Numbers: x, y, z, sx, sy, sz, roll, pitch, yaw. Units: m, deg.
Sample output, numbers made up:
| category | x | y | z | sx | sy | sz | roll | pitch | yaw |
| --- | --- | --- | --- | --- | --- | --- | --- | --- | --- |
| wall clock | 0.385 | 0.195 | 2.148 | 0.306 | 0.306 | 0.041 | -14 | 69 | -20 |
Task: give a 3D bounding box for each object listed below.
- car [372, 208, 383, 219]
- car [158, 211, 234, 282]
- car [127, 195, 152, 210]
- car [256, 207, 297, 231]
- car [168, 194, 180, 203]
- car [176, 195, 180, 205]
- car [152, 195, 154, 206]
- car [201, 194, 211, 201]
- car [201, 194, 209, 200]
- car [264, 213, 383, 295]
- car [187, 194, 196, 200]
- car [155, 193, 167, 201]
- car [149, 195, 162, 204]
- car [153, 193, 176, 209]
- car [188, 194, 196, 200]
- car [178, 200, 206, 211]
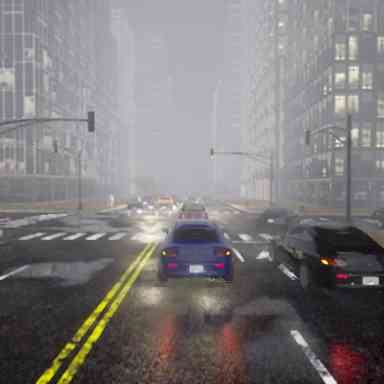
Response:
| category | x | y | z | sx | sy | sz | roll | pitch | yaw |
| --- | --- | --- | --- | --- | --- | --- | --- | --- | --- |
| car | 16.781 | 1.585 | 26.516 | 4.181 | 1.385 | 1.994 | 1 | 1 | 1 |
| car | 0.096 | 1.484 | 9.491 | 1.812 | 1.442 | 4.674 | 0 | 0 | 0 |
| car | -6.616 | 1.365 | 40.680 | 2.033 | 1.411 | 5.357 | 0 | 0 | 0 |
| car | 5.427 | 1.595 | 20.491 | 1.994 | 1.385 | 4.181 | 0 | 0 | 29 |
| car | -3.279 | 1.191 | 61.981 | 1.882 | 1.535 | 5.008 | 0 | 0 | 0 |
| car | -3.351 | 1.367 | 51.453 | 1.895 | 1.301 | 4.718 | 0 | 0 | 0 |
| car | -6.604 | 1.276 | 50.418 | 1.837 | 1.490 | 4.892 | 0 | 0 | 0 |
| car | 3.217 | 1.251 | 73.330 | 1.895 | 1.301 | 4.718 | 0 | 0 | 0 |
| car | 3.212 | 1.154 | 83.500 | 1.994 | 1.385 | 4.181 | 0 | 0 | 0 |
| car | 3.346 | 1.489 | 8.525 | 1.812 | 1.442 | 4.674 | 0 | 0 | 0 |
| car | -0.033 | 1.203 | 71.812 | 2.033 | 1.411 | 5.357 | 0 | 0 | 0 |
| car | -6.532 | 1.029 | 69.696 | 2.097 | 1.767 | 4.553 | 0 | 0 | 0 |
| car | -6.551 | 1.229 | 59.771 | 1.837 | 1.490 | 4.892 | 0 | 0 | 0 |
| car | -3.362 | 1.289 | 42.074 | 1.882 | 1.535 | 5.008 | 0 | 0 | 0 |
| car | -0.037 | 1.205 | 81.967 | 1.895 | 1.301 | 4.718 | 0 | 0 | 0 |
| car | 0.104 | 1.534 | 23.816 | 1.895 | 1.301 | 4.718 | 1 | 1 | 0 |
